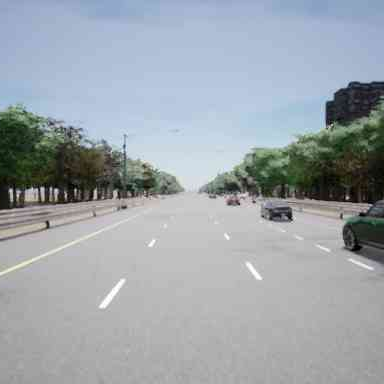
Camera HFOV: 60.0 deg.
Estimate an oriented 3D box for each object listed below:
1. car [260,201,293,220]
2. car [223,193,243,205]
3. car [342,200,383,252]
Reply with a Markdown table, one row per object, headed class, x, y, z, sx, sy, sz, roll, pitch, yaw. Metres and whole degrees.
| class | x | y | z | sx | sy | sz | roll | pitch | yaw |
| --- | --- | --- | --- | --- | --- | --- | --- | --- | --- |
| car | 6.999 | 1.514 | 27.854 | 1.837 | 1.490 | 4.892 | 0 | 0 | 0 |
| car | 7.074 | 1.392 | 58.151 | 2.097 | 1.767 | 4.553 | 0 | 0 | 0 |
| car | 6.996 | 1.222 | 10.758 | 2.150 | 2.045 | 5.566 | 0 | 0 | 0 |
